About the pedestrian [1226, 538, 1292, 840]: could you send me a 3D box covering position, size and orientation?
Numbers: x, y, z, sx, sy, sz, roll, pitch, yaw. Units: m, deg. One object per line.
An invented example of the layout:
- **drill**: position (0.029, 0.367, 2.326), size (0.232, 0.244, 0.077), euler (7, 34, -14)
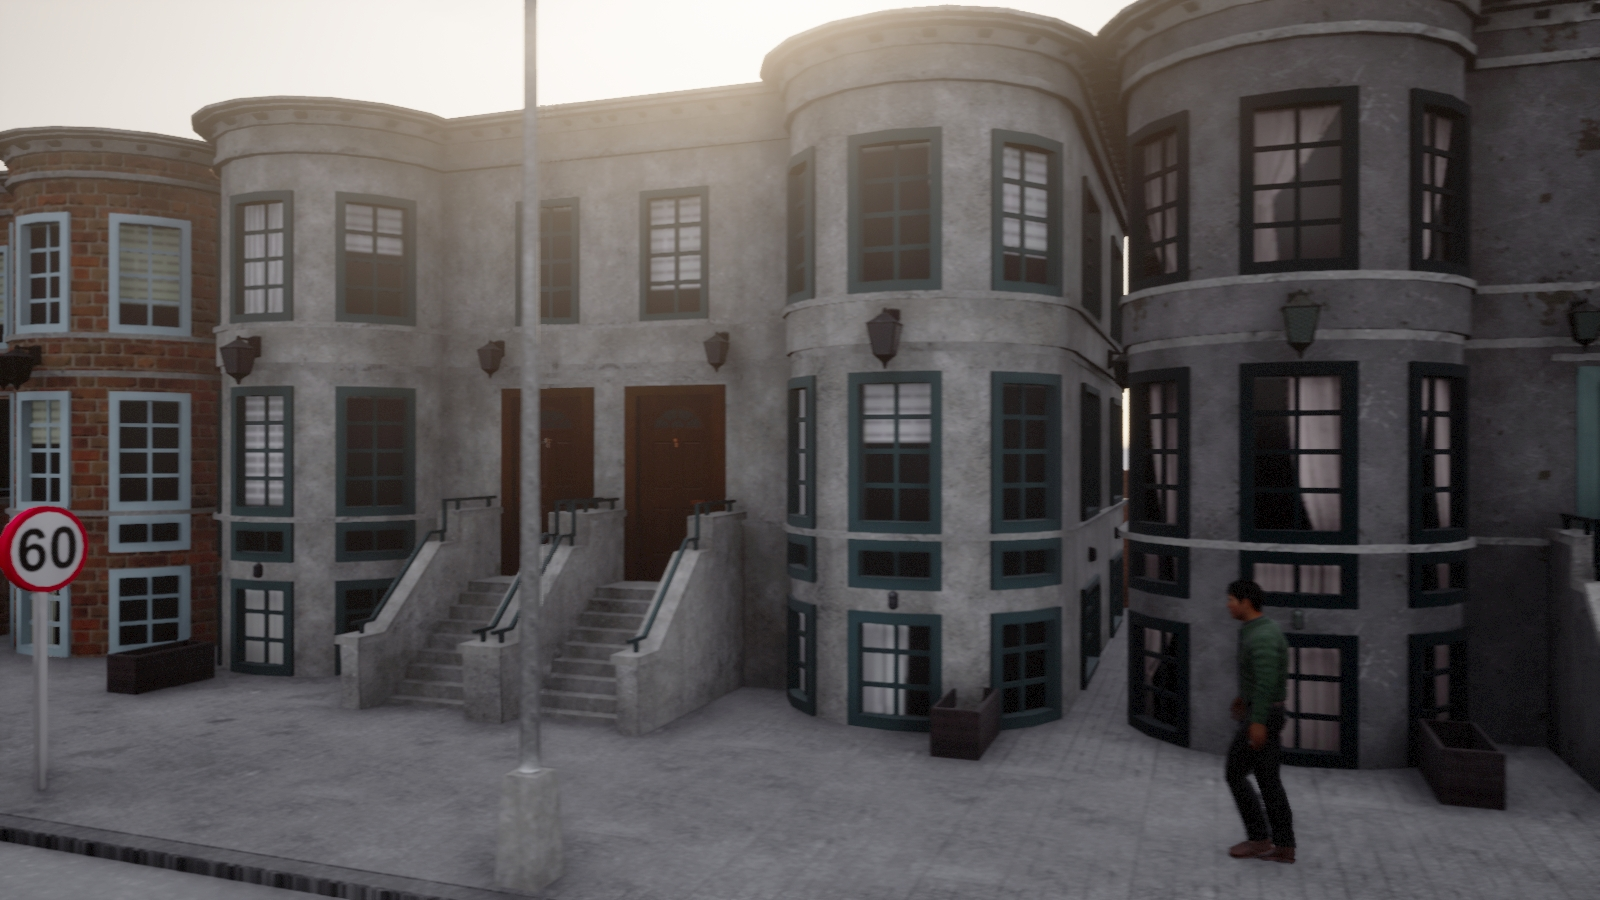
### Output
- **pedestrian**: position (2.995, 1.526, 7.453), size (0.375, 1.860, 0.375), euler (0, 0, 26)
